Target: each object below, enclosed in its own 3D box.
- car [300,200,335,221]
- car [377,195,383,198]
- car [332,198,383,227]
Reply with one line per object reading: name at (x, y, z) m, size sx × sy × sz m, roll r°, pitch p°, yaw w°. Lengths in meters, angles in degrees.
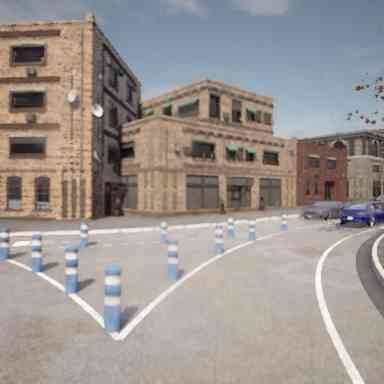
car at (10.510, 1.349, 25.704) m, size 5.357 × 1.411 × 2.033 m, roll -1°, pitch 1°, yaw -40°
car at (19.646, 1.057, 33.477) m, size 5.008 × 1.535 × 1.882 m, roll -2°, pitch 1°, yaw -40°
car at (11.194, 1.375, 21.561) m, size 4.674 × 1.442 × 1.812 m, roll -1°, pitch 1°, yaw -43°
